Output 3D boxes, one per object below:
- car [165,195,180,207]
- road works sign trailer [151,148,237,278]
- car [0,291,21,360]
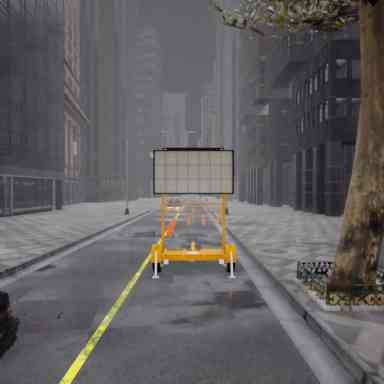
[{"bbox_3d":[-2.843,1.631,52.284,1.994,1.385,4.181,0,0,0],"label":"car"},{"bbox_3d":[0.044,0.464,10.091,2.380,3.560,2.880,0,0,0],"label":"road works sign trailer"},{"bbox_3d":[-3.097,1.547,1.864,2.033,1.411,5.357,0,0,0],"label":"car"}]
